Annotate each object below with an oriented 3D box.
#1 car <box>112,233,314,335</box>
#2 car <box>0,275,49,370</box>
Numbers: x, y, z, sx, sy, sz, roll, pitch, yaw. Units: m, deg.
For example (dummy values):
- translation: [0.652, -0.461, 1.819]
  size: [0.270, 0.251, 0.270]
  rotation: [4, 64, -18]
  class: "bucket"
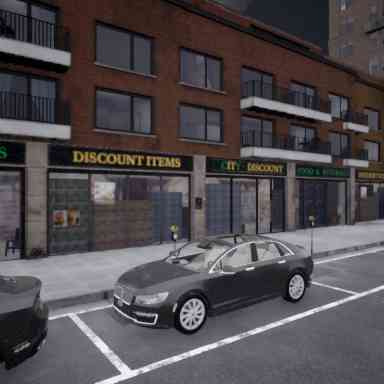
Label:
- translation: [0.623, 1.551, 6.628]
  size: [4.403, 1.369, 2.008]
  rotation: [0, 0, -35]
  class: "car"
- translation: [-3.873, 1.551, 3.427]
  size: [4.403, 1.369, 2.008]
  rotation: [0, 0, -35]
  class: "car"
